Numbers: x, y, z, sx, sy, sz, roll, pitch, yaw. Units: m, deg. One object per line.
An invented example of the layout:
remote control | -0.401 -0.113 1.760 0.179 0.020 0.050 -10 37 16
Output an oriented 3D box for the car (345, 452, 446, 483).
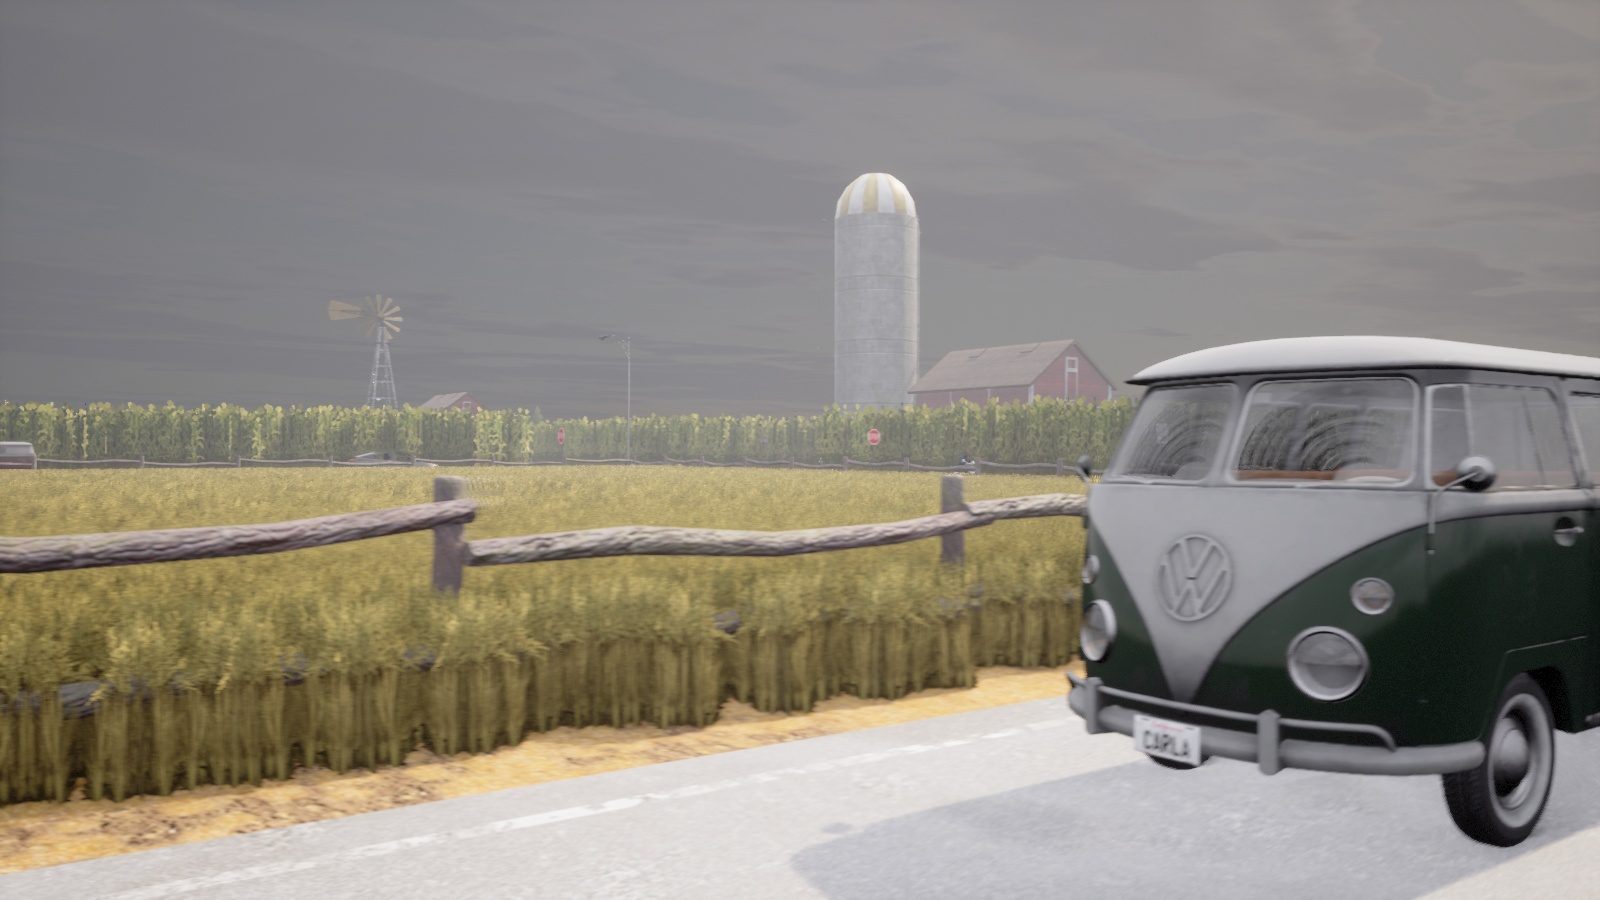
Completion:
car | -20.591 0.867 63.927 4.514 1.525 2.007 0 0 -33

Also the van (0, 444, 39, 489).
van | -37.049 0.743 56.803 4.442 1.987 1.775 0 0 -33

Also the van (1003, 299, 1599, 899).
van | 3.200 0.507 6.109 4.442 1.987 1.775 0 0 -37
